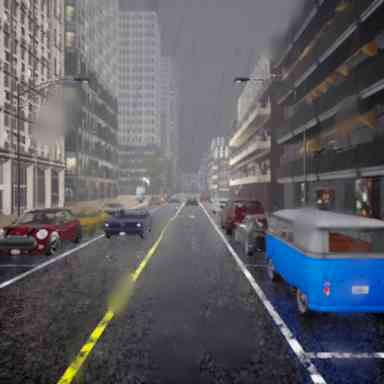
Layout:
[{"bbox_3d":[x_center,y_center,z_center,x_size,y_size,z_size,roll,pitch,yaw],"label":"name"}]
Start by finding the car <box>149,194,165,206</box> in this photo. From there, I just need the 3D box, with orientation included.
[{"bbox_3d":[-5.693,1.432,51.572,1.802,1.307,4.206,0,0,0],"label":"car"}]

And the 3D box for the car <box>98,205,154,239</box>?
[{"bbox_3d":[-3.101,1.548,17.063,1.895,1.301,4.718,0,0,0],"label":"car"}]

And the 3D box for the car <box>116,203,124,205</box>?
[{"bbox_3d":[-5.692,1.478,23.818,2.008,1.369,4.403,0,0,0],"label":"car"}]

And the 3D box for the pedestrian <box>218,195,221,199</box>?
[{"bbox_3d":[2.999,1.186,36.266,0.375,1.860,0.375,0,0,-1],"label":"pedestrian"}]

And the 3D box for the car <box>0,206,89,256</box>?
[{"bbox_3d":[-5.692,1.400,12.715,1.967,1.590,4.097,0,0,0],"label":"car"}]

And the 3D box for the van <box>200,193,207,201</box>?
[{"bbox_3d":[2.685,1.122,79.328,1.690,1.788,3.998,0,0,0],"label":"van"}]

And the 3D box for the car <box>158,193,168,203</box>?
[{"bbox_3d":[-5.694,1.276,57.123,1.967,1.590,4.097,0,0,0],"label":"car"}]

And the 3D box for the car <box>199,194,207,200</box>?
[{"bbox_3d":[2.685,1.208,84.879,1.967,1.590,4.097,0,0,0],"label":"car"}]

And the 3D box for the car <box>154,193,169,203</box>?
[{"bbox_3d":[-5.694,1.136,62.673,2.192,1.841,5.009,0,0,0],"label":"car"}]

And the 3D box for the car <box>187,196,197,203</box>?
[{"bbox_3d":[-0.001,1.419,67.214,1.895,1.301,4.718,0,0,0],"label":"car"}]

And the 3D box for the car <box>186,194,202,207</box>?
[{"bbox_3d":[0.010,1.405,49.102,2.033,1.411,5.357,0,0,1],"label":"car"}]

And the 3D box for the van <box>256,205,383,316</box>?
[{"bbox_3d":[2.689,1.318,7.166,1.690,1.788,3.998,0,0,0],"label":"van"}]

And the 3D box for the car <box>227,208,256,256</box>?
[{"bbox_3d":[2.689,1.511,12.717,2.008,1.369,4.403,0,0,0],"label":"car"}]

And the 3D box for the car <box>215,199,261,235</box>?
[{"bbox_3d":[2.688,1.259,18.267,2.192,1.841,5.009,0,0,0],"label":"car"}]

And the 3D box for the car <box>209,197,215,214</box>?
[{"bbox_3d":[2.999,1.427,33.433,1.812,1.442,4.674,0,0,0],"label":"car"}]

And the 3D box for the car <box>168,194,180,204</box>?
[{"bbox_3d":[-3.050,1.398,57.756,1.994,1.385,4.181,0,0,1],"label":"car"}]

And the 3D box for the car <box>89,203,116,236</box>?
[{"bbox_3d":[-5.692,1.469,18.096,1.752,1.417,4.829,0,0,0],"label":"car"}]

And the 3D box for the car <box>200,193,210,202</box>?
[{"bbox_3d":[2.686,1.123,68.226,2.192,1.841,5.009,0,0,0],"label":"car"}]

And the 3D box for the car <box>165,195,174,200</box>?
[{"bbox_3d":[-5.695,1.333,84.878,1.947,1.339,4.313,0,0,0],"label":"car"}]

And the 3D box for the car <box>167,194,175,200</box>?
[{"bbox_3d":[-5.695,1.321,90.124,1.947,1.339,4.313,0,0,0],"label":"car"}]
